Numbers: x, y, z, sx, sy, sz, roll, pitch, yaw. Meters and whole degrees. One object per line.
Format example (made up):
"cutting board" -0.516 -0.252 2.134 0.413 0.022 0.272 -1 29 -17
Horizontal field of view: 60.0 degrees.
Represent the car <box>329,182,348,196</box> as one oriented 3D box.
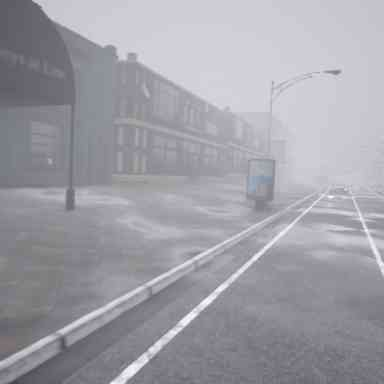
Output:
"car" 17.677 -0.420 40.009 1.812 1.442 4.674 4 5 24
